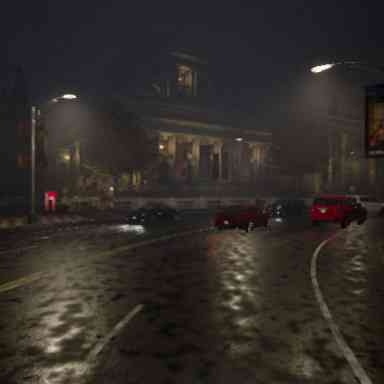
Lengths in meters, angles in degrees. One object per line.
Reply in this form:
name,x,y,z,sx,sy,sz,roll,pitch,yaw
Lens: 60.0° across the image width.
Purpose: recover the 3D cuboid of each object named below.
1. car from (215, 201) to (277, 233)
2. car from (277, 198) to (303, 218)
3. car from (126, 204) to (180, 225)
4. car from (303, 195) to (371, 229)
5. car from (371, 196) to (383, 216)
car,3.183,1.493,19.902,1.882,1.535,5.008,0,0,33
car,8.731,1.403,31.315,4.553,1.767,2.097,0,0,-38
car,-2.718,1.531,23.786,1.994,1.385,4.181,0,0,35
car,10.077,1.290,22.819,2.150,2.045,5.566,0,0,43
car,16.459,1.334,32.125,5.566,2.045,2.150,0,0,-33
